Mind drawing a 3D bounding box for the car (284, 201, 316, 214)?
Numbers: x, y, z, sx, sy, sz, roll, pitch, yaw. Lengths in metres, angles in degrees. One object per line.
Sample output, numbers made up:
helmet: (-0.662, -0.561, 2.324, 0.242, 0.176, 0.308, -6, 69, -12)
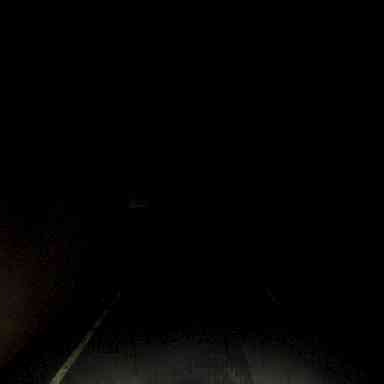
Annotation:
car: (12.502, 1.788, 38.585, 4.674, 1.442, 1.812, 0, -1, -41)

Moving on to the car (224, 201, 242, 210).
car: (6.788, 1.924, 47.659, 4.718, 1.301, 1.895, 0, -1, -37)

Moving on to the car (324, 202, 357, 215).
car: (16.736, 1.818, 37.416, 4.181, 1.385, 1.994, 0, -1, -36)
